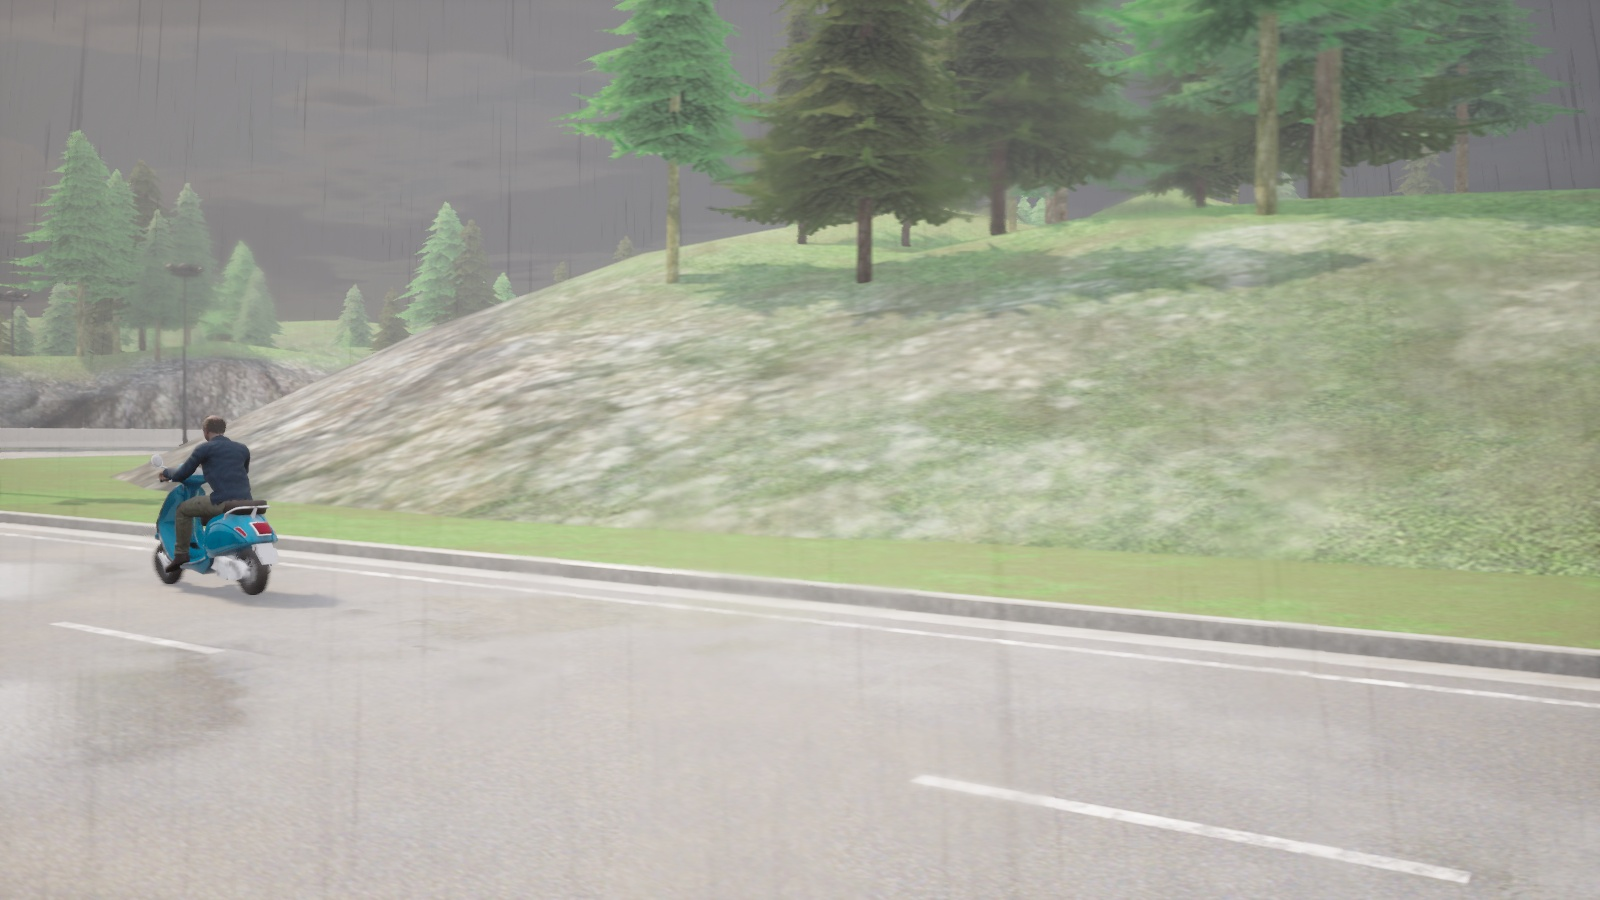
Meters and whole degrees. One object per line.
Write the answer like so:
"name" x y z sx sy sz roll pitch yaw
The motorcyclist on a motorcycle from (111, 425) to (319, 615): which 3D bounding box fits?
"motorcyclist on a motorcycle" -5.296 0.578 11.343 1.817 1.590 0.866 0 1 34
